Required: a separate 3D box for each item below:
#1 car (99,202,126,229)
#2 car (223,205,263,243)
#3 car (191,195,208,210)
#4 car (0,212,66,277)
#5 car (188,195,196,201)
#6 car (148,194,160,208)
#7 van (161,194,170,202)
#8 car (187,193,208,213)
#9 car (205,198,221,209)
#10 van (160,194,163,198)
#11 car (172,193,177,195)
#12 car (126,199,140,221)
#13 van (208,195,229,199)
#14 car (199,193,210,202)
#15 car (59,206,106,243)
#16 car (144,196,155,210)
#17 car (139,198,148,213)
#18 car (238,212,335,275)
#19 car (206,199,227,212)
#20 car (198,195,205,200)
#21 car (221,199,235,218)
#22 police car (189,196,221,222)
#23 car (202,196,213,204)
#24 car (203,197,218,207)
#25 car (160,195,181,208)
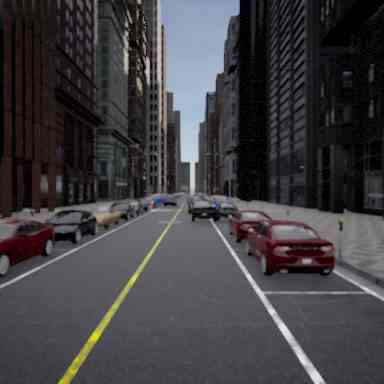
[{"bbox_3d":[-5.763,1.493,21.306,1.752,1.417,4.829,0,0,0],"label":"car"},{"bbox_3d":[2.762,1.519,15.857,1.887,1.381,4.507,0,0,0],"label":"car"},{"bbox_3d":[0.900,1.297,42.286,2.097,1.767,4.553,0,0,0],"label":"car"},{"bbox_3d":[-5.763,1.528,10.204,1.887,1.381,4.507,0,0,0],"label":"car"},{"bbox_3d":[0.002,1.432,77.443,1.895,1.301,4.718,0,0,0],"label":"car"},{"bbox_3d":[-5.763,1.385,44.023,1.967,1.590,4.097,0,0,0],"label":"car"},{"bbox_3d":[-5.763,1.273,72.205,1.690,1.788,3.998,0,0,0],"label":"van"},{"bbox_3d":[0.677,1.295,36.320,2.097,1.767,4.553,-1,0,2],"label":"car"},{"bbox_3d":[2.762,1.526,44.039,1.802,1.307,4.206,0,0,0],"label":"car"},{"bbox_3d":[-5.763,1.282,49.659,1.690,1.788,3.998,0,0,0],"label":"van"},{"bbox_3d":[-5.762,1.477,89.115,1.887,1.381,4.507,0,0,0],"label":"car"},{"bbox_3d":[-5.763,1.526,27.113,1.947,1.339,4.313,0,0,0],"label":"car"},{"bbox_3d":[2.761,1.295,32.766,1.690,1.788,3.998,0,0,0],"label":"van"},{"bbox_3d":[2.762,1.247,72.219,2.192,1.841,5.009,0,0,0],"label":"car"},{"bbox_3d":[-5.763,1.541,15.840,1.947,1.339,4.313,0,0,0],"label":"car"},{"bbox_3d":[-5.763,1.515,38.386,1.947,1.339,4.313,0,0,0],"label":"car"},{"bbox_3d":[-5.763,1.536,32.750,1.802,1.307,4.206,0,0,0],"label":"car"},{"bbox_3d":[2.762,1.528,10.221,1.887,1.381,4.507,0,0,0],"label":"car"},{"bbox_3d":[2.762,1.499,38.402,2.008,1.369,4.403,0,0,0],"label":"car"},{"bbox_3d":[2.763,1.459,94.935,1.752,1.417,4.829,0,0,0],"label":"car"},{"bbox_3d":[2.762,1.511,27.130,2.008,1.369,4.403,0,0,0],"label":"car"},{"bbox_3d":[0.901,1.386,26.425,1.930,1.638,5.238,0,0,0],"label":"police car"},{"bbox_3d":[2.762,1.480,60.947,1.887,1.381,4.507,0,0,0],"label":"car"},{"bbox_3d":[2.762,1.491,49.675,2.008,1.369,4.403,0,0,0],"label":"car"},{"bbox_3d":[-3.080,1.543,48.118,1.895,1.301,4.718,0,0,0],"label":"car"}]
